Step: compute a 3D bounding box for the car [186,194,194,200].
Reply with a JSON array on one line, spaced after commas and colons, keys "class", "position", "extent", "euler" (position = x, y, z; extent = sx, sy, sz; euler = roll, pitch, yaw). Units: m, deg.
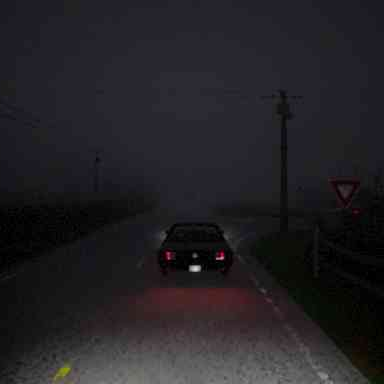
[{"class": "car", "position": [-0.396, 1.138, 77.318], "extent": [1.837, 1.490, 4.892], "euler": [0, 0, -1]}]

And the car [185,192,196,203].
[{"class": "car", "position": [-0.285, 1.051, 66.790], "extent": [2.150, 2.045, 5.566], "euler": [0, 0, -1]}]

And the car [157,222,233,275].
[{"class": "car", "position": [0.088, 1.574, 10.338], "extent": [1.895, 1.301, 4.718], "euler": [0, 0, 0]}]

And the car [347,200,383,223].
[{"class": "car", "position": [12.817, 1.217, 21.223], "extent": [5.357, 1.411, 2.033], "euler": [-2, 0, 8]}]
